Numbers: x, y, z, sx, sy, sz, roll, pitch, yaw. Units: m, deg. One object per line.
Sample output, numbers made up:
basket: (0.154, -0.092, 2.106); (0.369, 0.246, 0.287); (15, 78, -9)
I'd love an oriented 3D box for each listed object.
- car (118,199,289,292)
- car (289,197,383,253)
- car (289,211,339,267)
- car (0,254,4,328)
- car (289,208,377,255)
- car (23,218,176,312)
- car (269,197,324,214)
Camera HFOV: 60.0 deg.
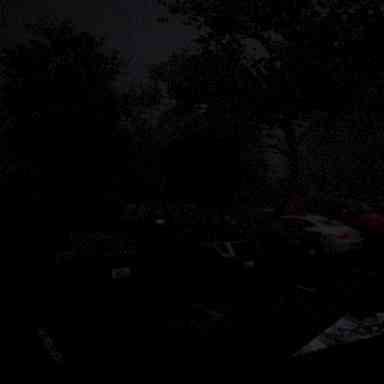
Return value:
car: (-0.348, 1.239, 9.523); (2.435, 2.045, 5.566); (0, 0, -36)
car: (6.455, 1.267, 14.374); (2.435, 2.045, 5.566); (0, 0, -35)
car: (1.907, 1.498, 11.159); (2.097, 1.535, 5.008); (0, 0, -35)
car: (-4.882, 1.509, 6.289); (2.163, 1.488, 4.792); (0, 0, -35)
car: (4.071, 1.547, 12.706); (2.002, 1.452, 4.674); (0, 0, -35)
car: (-2.648, 1.513, 7.953); (2.163, 1.488, 4.792); (0, 0, -35)
car: (10.969, 1.374, 35.284); (2.033, 1.411, 5.357); (-4, 3, -35)
